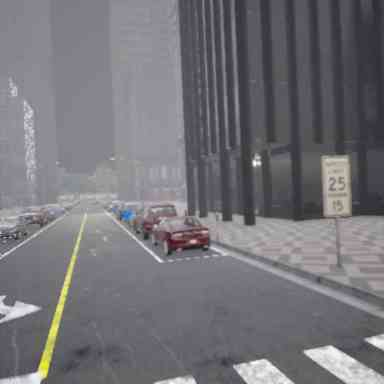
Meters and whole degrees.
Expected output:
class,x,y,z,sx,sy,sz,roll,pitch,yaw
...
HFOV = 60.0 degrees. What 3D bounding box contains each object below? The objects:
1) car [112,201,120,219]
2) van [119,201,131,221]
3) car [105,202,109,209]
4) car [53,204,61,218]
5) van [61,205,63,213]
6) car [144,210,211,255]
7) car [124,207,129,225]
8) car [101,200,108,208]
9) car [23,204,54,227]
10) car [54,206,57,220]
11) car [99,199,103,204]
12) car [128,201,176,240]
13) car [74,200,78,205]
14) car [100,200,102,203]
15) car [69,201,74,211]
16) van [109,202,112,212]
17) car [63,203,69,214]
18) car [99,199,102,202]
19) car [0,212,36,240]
class,x,y,z,sx,sy,sz,roll,pitch,yaw
car,-6.528,1.856,33.804,2.192,1.841,5.009,-4,0,-17
van,-5.050,1.791,28.936,1.690,1.788,3.998,-4,0,-17
car,-12.317,2.475,52.771,1.802,1.307,4.206,-4,0,-17
car,-17.305,2.536,39.895,1.967,1.590,4.097,-4,0,-17
van,-18.735,2.524,44.568,1.690,1.788,3.998,-4,0,-17
car,-0.606,1.721,14.333,1.887,1.381,4.507,-4,0,-17
car,-3.558,1.940,24.068,1.802,1.307,4.206,-4,0,-17
car,-16.865,2.731,67.698,1.947,1.339,4.313,-4,0,-17
car,-14.465,2.237,30.548,2.192,1.841,5.009,-4,0,-17
car,-15.875,2.554,35.222,1.887,1.381,4.507,-4,0,-17
car,-19.898,2.891,77.651,2.008,1.369,4.403,-4,0,-17
car,-2.098,1.583,19.201,2.192,1.841,5.009,-4,0,-17
car,-31.024,3.454,84.948,2.008,1.369,4.403,-3,0,-17
car,-18.382,2.819,72.676,1.947,1.339,4.313,-4,0,-17
car,-26.324,3.181,69.518,1.887,1.381,4.507,-4,0,-17
van,-9.480,2.062,43.539,1.690,1.788,3.998,-4,0,-17
car,-21.628,2.798,54.086,1.967,1.590,4.097,-4,0,-17
car,-22.982,3.039,87.766,1.752,1.417,4.829,-3,0,-17
car,-11.603,2.298,21.201,2.008,1.369,4.403,-4,0,-17
